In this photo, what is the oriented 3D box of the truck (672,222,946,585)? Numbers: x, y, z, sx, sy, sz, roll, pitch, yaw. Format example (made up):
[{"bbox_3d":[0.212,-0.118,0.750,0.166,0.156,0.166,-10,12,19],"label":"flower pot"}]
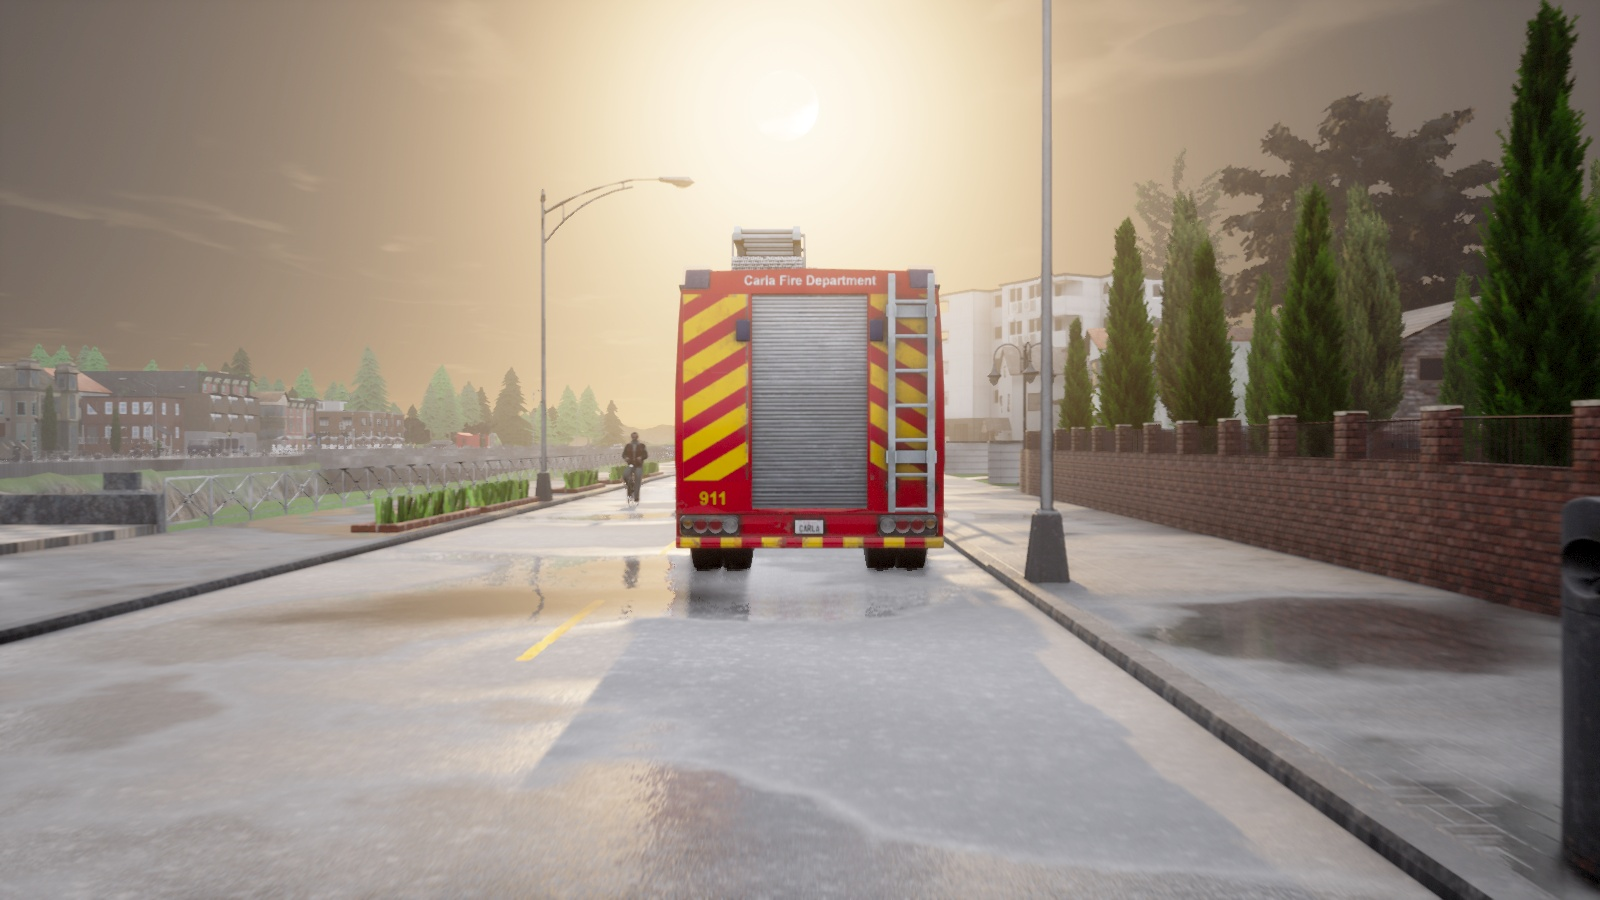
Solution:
[{"bbox_3d":[0.117,-0.517,17.473,2.891,3.827,8.468,0,0,0],"label":"truck"}]

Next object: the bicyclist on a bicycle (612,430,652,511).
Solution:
[{"bbox_3d":[-3.820,0.452,28.658,0.659,1.776,1.843,0,0,0],"label":"bicyclist on a bicycle"}]
